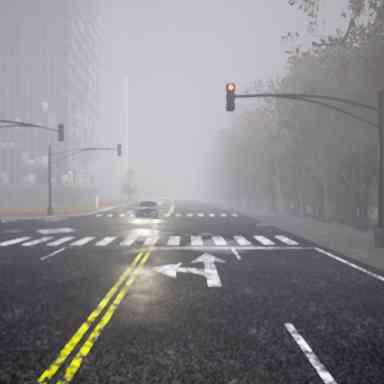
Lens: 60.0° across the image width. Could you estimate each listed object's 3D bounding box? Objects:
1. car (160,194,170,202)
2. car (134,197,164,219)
[{"bbox_3d":[-5.745,1.246,69.783,1.812,1.442,4.674,0,0,-4],"label":"car"},{"bbox_3d":[-3.628,1.462,27.912,1.837,1.490,4.892,0,1,-2],"label":"car"}]
